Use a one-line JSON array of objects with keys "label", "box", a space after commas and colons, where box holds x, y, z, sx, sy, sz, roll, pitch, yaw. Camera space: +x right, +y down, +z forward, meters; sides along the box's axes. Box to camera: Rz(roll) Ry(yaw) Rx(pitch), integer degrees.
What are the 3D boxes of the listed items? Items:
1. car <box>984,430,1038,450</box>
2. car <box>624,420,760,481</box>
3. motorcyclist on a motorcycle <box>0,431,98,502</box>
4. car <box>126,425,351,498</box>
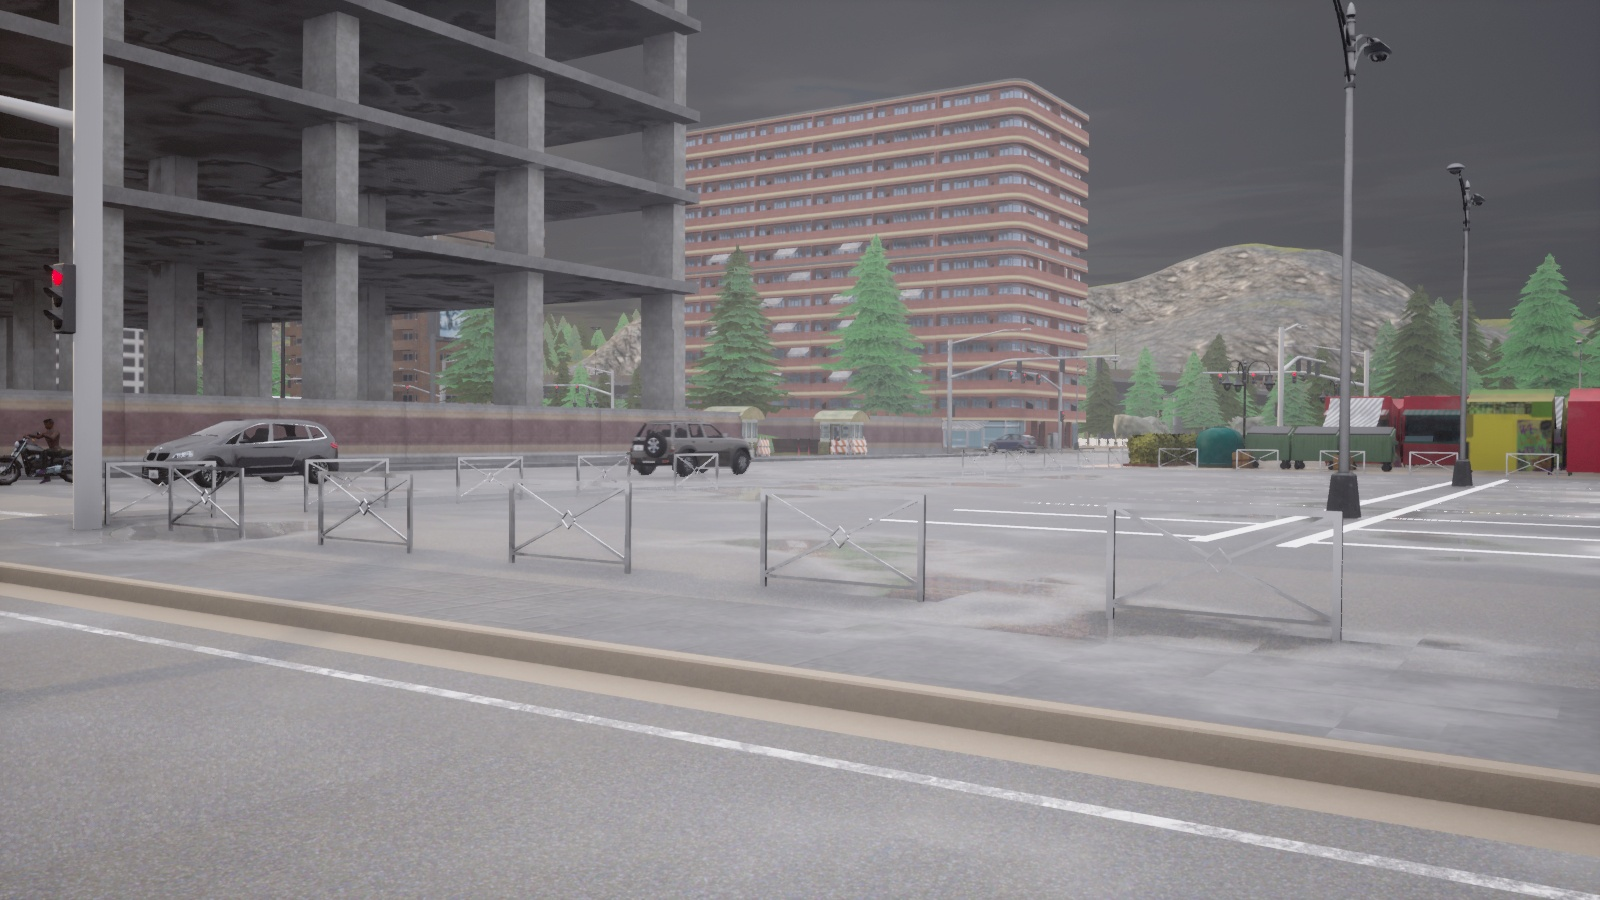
[{"label": "car", "box": [16.332, -0.764, 97.263, 3.705, 1.549, 1.789, 0, 1, 40]}, {"label": "car", "box": [-3.422, -0.033, 40.765, 1.932, 1.855, 4.605, 0, 1, 33]}, {"label": "motorcyclist on a motorcycle", "box": [-18.503, 0.376, 30.585, 0.766, 1.649, 2.350, 0, 1, 33]}, {"label": "car", "box": [-13.865, 0.219, 31.270, 2.242, 1.667, 4.611, 0, 1, 33]}]
